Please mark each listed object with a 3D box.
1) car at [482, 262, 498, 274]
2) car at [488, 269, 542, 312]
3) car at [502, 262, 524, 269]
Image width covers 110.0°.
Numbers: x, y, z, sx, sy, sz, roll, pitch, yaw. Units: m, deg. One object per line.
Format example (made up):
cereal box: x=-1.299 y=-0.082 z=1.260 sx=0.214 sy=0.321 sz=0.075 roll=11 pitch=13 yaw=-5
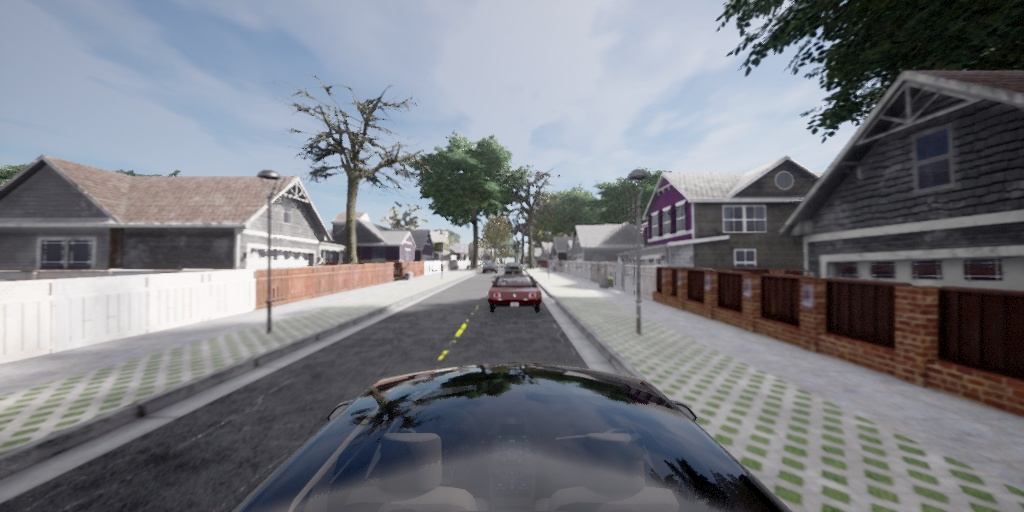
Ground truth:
car: x=-2.745 y=1.475 z=45.652 sx=2.033 sy=1.411 sz=5.357 roll=0 pitch=0 yaw=0
car: x=0.099 y=1.371 z=14.401 sx=1.895 sy=1.301 sz=4.718 roll=0 pitch=0 yaw=0
car: x=0.103 y=1.373 z=36.356 sx=1.837 sy=1.490 sz=4.892 roll=0 pitch=0 yaw=0
